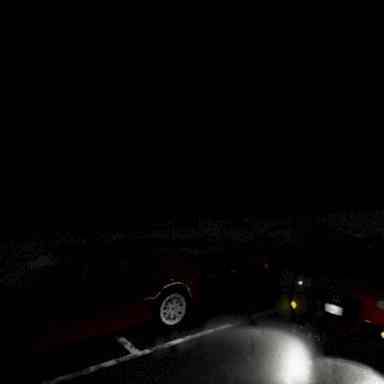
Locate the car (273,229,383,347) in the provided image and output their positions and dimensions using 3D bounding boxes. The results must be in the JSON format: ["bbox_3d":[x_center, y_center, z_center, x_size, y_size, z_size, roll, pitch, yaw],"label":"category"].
[{"bbox_3d":[3.685,1.511,6.008,4.181,1.385,1.994,-1,0,-36],"label":"car"}]

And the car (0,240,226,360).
[{"bbox_3d":[-1.835,1.532,5.336,4.507,1.381,1.887,-1,1,-36],"label":"car"}]

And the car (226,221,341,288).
[{"bbox_3d":[2.726,1.486,8.590,4.507,1.381,1.887,-1,1,-36],"label":"car"}]
